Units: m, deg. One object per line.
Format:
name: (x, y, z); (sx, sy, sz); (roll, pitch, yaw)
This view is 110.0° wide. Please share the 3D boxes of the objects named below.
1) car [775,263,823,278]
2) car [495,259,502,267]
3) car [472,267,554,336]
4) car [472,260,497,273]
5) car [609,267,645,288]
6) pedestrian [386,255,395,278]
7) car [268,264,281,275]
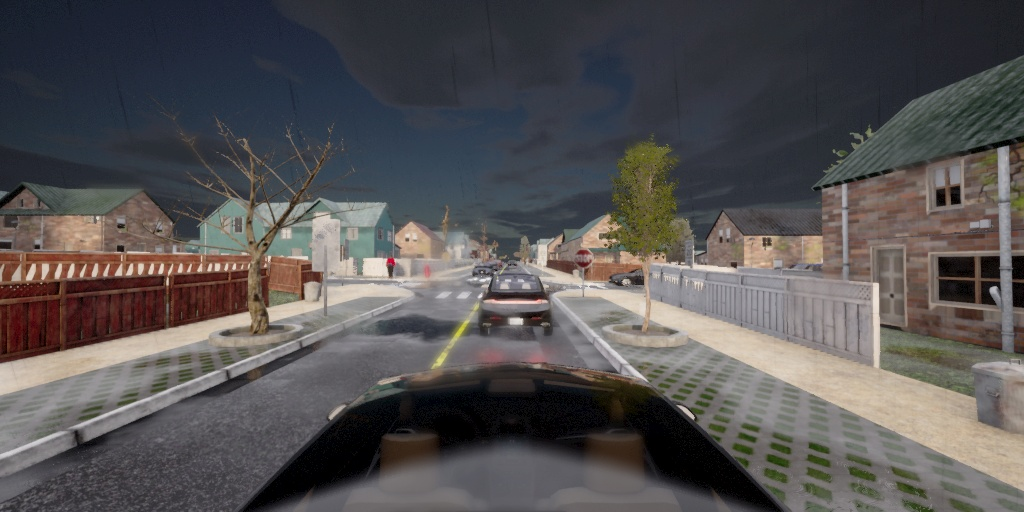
car: (21.077, 1.521, 25.559); (5.566, 2.045, 2.150); (1, -1, 0)
car: (-2.834, 1.372, 47.908); (2.033, 1.411, 5.357); (0, 0, 0)
car: (0.100, 1.246, 10.374); (2.128, 1.511, 4.902); (0, 0, 0)
car: (-2.855, 1.354, 35.751); (1.994, 1.385, 4.181); (0, 0, -1)
car: (9.490, 1.546, 25.712); (4.892, 1.490, 1.837); (2, -1, 3)
pedestrian: (-9.623, 0.797, 28.490); (0.375, 1.860, 0.375); (0, -2, 0)
car: (-18.765, 0.948, 25.439); (5.357, 1.411, 2.033); (1, -1, 2)
